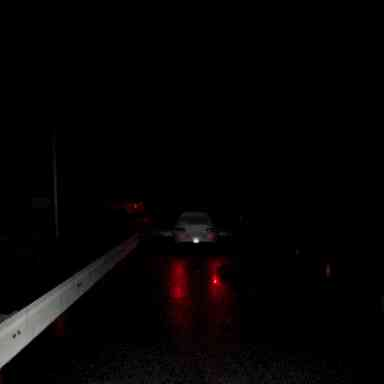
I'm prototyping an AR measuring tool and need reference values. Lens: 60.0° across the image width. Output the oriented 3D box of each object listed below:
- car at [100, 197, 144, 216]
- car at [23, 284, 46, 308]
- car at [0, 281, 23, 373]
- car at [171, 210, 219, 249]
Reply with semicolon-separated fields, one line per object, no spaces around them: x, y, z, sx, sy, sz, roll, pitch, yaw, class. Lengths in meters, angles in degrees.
-6.577;1.238;30.850;4.553;1.767;2.097;1;4;42;car
-6.923;3.380;10.059;4.792;1.488;2.163;-1;5;-20;car
-6.927;3.339;7.022;5.566;2.045;2.435;-1;5;-20;car
0.097;1.498;14.216;1.812;1.442;4.674;0;0;-1;car
